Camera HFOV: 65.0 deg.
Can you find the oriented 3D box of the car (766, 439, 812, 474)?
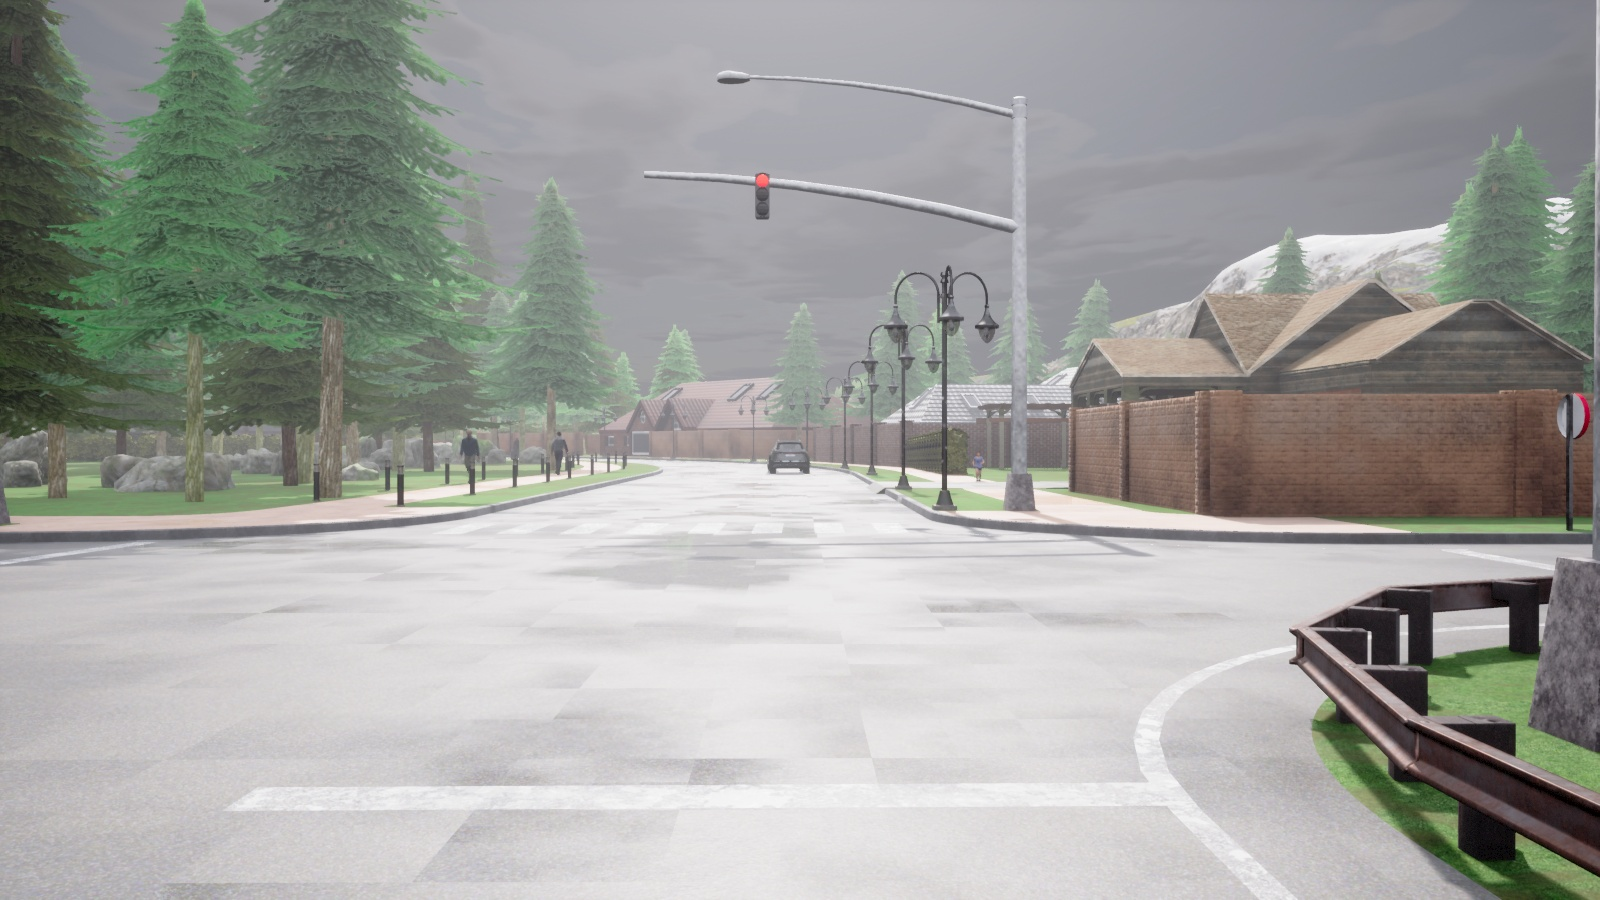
[{"bbox_3d":[-0.592,0.300,61.414,2.033,1.649,4.856,0,0,-3],"label":"car"}]

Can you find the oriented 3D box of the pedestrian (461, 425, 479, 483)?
[{"bbox_3d":[-10.561,0.137,40.200,0.402,1.842,0.726,0,0,0],"label":"pedestrian"}]

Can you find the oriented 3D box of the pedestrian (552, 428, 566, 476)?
[{"bbox_3d":[-9.771,0.077,50.877,0.423,1.949,0.788,0,0,-2],"label":"pedestrian"}]

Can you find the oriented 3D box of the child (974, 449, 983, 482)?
[{"bbox_3d":[5.988,0.529,42.146,0.255,1.110,0.394,0,0,5],"label":"child"}]
